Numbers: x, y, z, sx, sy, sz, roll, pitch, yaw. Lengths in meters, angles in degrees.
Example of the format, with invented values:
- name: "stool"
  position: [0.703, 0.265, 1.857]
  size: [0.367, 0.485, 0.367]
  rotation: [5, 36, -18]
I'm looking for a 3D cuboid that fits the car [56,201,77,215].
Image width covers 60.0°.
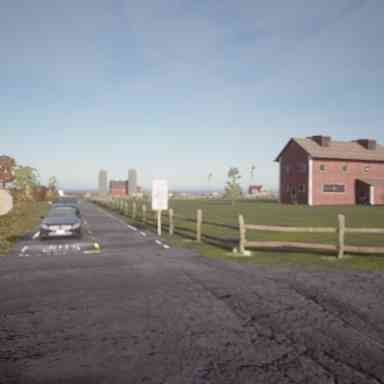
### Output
- name: "car"
  position: [-13.801, 1.716, 36.610]
  size: [1.994, 1.385, 4.181]
  rotation: [0, 0, -20]

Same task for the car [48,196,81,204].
- name: "car"
  position: [-10.331, 1.326, 27.078]
  size: [2.150, 2.045, 5.566]
  rotation: [0, -1, -20]

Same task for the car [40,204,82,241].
- name: "car"
  position: [-6.813, 1.581, 17.411]
  size: [1.812, 1.442, 4.674]
  rotation: [0, 0, -20]
